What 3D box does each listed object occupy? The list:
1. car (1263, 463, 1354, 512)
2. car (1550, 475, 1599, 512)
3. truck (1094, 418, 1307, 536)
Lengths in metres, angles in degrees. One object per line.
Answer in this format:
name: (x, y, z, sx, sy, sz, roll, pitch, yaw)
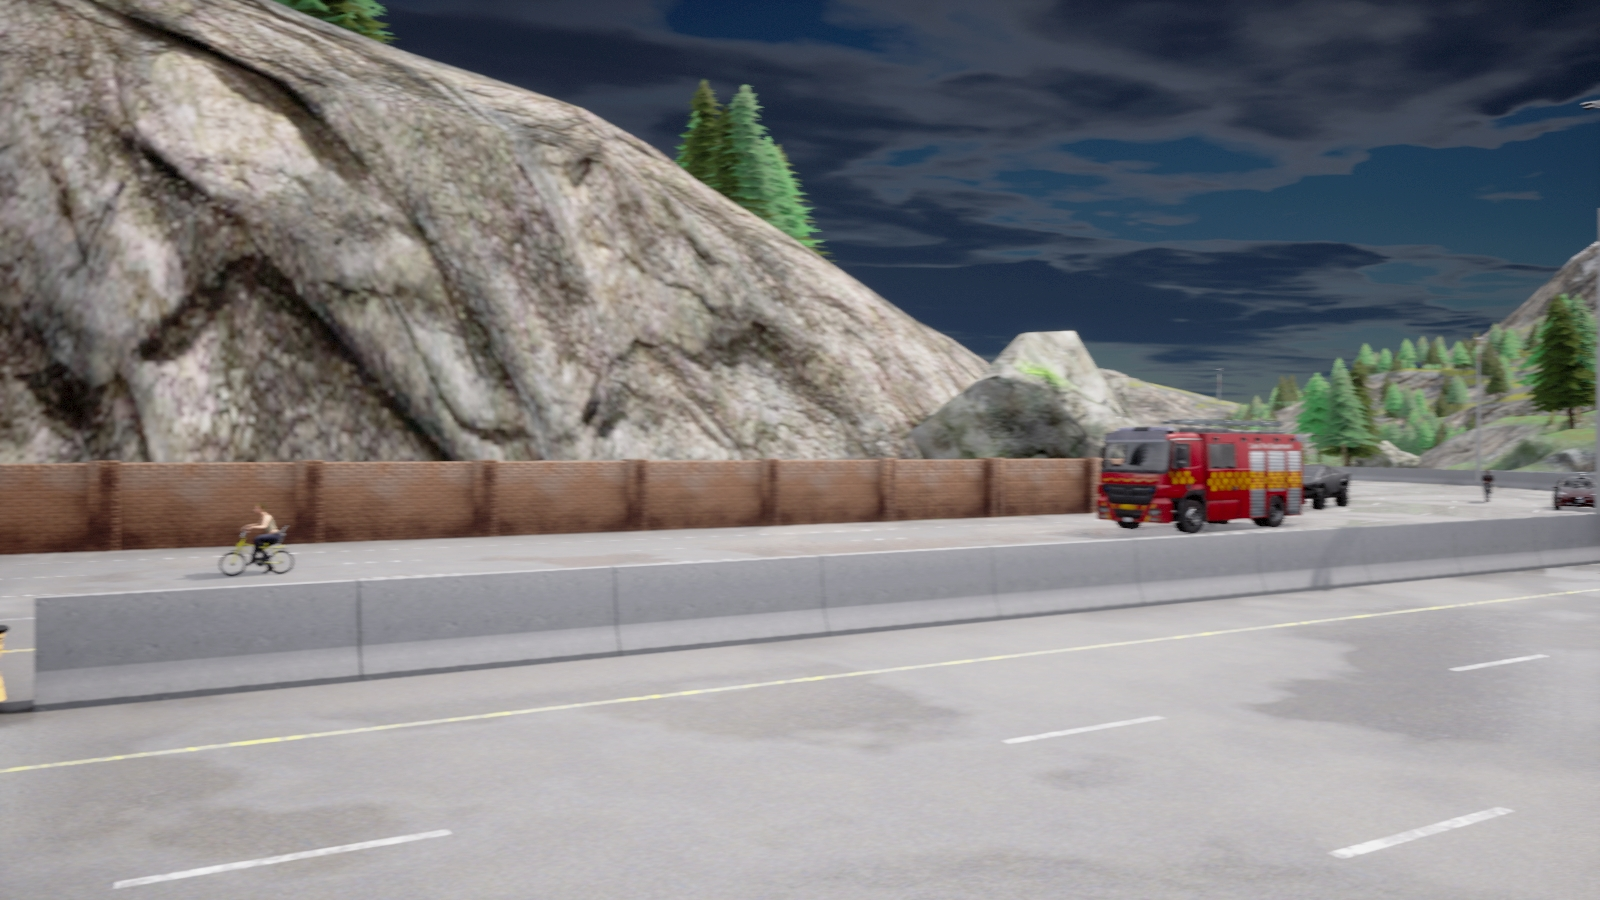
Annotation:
car: (24.398, 1.731, 54.656, 2.390, 2.098, 6.274, 0, 0, 39)
car: (36.978, 2.038, 54.386, 2.007, 1.525, 4.514, 0, 0, 32)
truck: (14.341, 0.868, 40.573, 8.468, 3.827, 2.891, 0, 0, -37)
